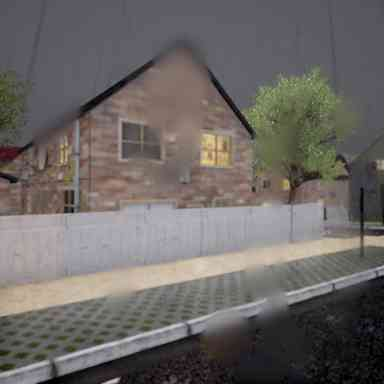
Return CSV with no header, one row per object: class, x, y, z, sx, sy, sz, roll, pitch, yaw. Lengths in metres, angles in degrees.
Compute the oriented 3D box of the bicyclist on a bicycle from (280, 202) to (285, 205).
bicyclist on a bicycle,8.560,1.730,31.333,1.656,1.620,0.582,-3,2,-35
